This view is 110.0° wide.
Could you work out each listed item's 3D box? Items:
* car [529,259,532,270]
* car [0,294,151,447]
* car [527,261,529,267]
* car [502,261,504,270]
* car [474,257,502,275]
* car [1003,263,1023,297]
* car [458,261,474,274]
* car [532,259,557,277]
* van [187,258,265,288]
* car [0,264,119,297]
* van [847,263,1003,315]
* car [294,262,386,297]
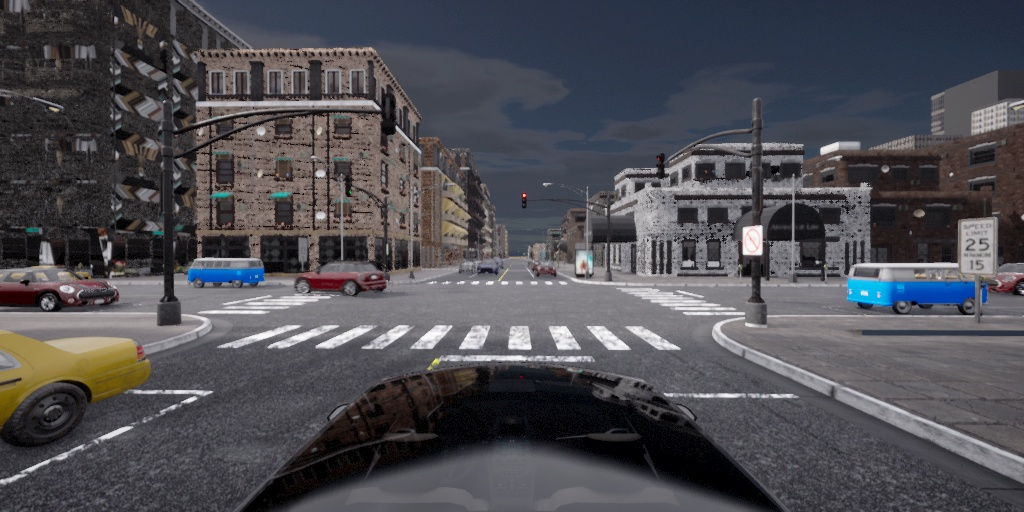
[{"bbox_3d":[3.447,1.328,46.512,1.802,1.307,4.207,0,0,1],"label":"car"},{"bbox_3d":[-5.680,1.275,2.630,1.751,1.417,4.829,0,0,1],"label":"car"},{"bbox_3d":[3.544,1.300,52.208,2.007,1.370,4.403,0,0,1],"label":"car"},{"bbox_3d":[-2.209,1.240,53.595,2.128,1.511,4.902,0,0,1],"label":"car"},{"bbox_3d":[-2.485,1.094,37.938,2.097,1.767,4.553,0,0,1],"label":"car"},{"bbox_3d":[26.979,1.149,18.884,4.553,1.767,2.097,0,0,1],"label":"car"},{"bbox_3d":[-5.029,1.294,40.946,2.007,1.370,4.403,0,0,1],"label":"car"},{"bbox_3d":[3.254,1.181,35.119,1.967,1.591,4.097,0,0,1],"label":"car"},{"bbox_3d":[-17.429,1.022,21.908,3.998,1.789,1.690,0,0,1],"label":"van"},{"bbox_3d":[-17.528,1.185,13.528,4.097,1.591,1.967,0,0,1],"label":"car"},{"bbox_3d":[14.849,1.151,13.219,3.998,1.789,1.690,0,0,1],"label":"van"},{"bbox_3d":[-8.936,1.073,18.618,4.553,1.767,2.097,0,1,19],"label":"car"}]
